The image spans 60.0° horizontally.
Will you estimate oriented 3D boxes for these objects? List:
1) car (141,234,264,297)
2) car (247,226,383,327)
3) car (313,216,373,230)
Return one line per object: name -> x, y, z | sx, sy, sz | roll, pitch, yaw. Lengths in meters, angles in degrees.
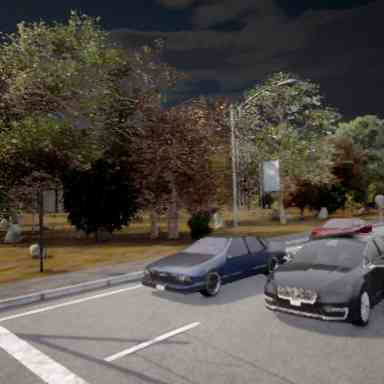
car -> 1.032, 2.019, 10.231 | 2.033, 1.411, 5.357 | -5, -4, 43
car -> 3.523, 1.775, 7.783 | 1.837, 1.490, 4.892 | -5, -4, 43
car -> 7.989, 2.062, 17.573 | 1.882, 1.535, 5.008 | -5, -4, 43
